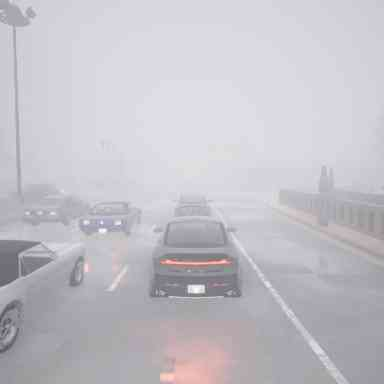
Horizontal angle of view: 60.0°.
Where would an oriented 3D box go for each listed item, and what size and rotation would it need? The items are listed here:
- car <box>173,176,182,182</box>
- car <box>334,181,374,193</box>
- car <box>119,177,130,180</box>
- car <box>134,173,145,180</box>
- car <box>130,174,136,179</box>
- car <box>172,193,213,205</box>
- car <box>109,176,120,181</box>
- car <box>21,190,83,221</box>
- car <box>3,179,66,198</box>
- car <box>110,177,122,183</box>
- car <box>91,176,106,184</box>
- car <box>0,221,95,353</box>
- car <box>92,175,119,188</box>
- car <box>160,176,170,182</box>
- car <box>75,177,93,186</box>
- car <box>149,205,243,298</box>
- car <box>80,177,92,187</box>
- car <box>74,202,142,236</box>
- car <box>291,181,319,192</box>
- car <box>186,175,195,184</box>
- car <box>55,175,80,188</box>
[{"bbox_3d":[-3.906,-3.436,88.413,1.812,1.442,4.674,0,3,0],"label":"car"},{"bbox_3d":[18.462,-0.476,38.793,5.008,1.535,1.882,0,3,2],"label":"car"},{"bbox_3d":[-14.318,-2.254,66.103,2.097,1.767,4.553,0,4,0],"label":"car"},{"bbox_3d":[-14.422,-4.312,91.626,2.150,2.045,5.566,0,3,0],"label":"car"},{"bbox_3d":[-14.351,-2.769,76.707,1.882,1.535,5.008,0,3,0],"label":"car"},{"bbox_3d":[0.034,0.837,17.531,1.837,1.490,4.892,0,3,-1],"label":"car"},{"bbox_3d":[-21.424,-3.888,92.028,1.895,1.301,4.718,0,3,0],"label":"car"},{"bbox_3d":[-6.969,0.867,17.693,2.033,1.411,5.357,0,3,0],"label":"car"},{"bbox_3d":[-13.167,0.083,27.515,2.097,1.767,4.553,2,4,24],"label":"car"},{"bbox_3d":[-17.860,-2.805,78.547,1.994,1.385,4.181,0,3,0],"label":"car"},{"bbox_3d":[-21.348,-2.851,76.038,2.097,1.767,4.553,0,3,0],"label":"car"},{"bbox_3d":[-3.422,1.506,5.934,1.895,1.301,4.718,0,2,0],"label":"car"},{"bbox_3d":[-14.327,-1.727,55.261,2.150,2.045,5.566,0,3,0],"label":"car"},{"bbox_3d":[-7.406,-3.434,88.396,1.812,1.442,4.674,0,3,0],"label":"car"},{"bbox_3d":[-21.301,-2.106,65.757,1.882,1.535,5.008,0,3,0],"label":"car"},{"bbox_3d":[0.070,1.337,8.152,1.837,1.490,4.892,0,2,0],"label":"car"},{"bbox_3d":[-17.823,-1.638,59.182,2.033,1.411,5.357,0,3,0],"label":"car"},{"bbox_3d":[-3.458,1.077,15.061,1.895,1.301,4.718,0,3,0],"label":"car"},{"bbox_3d":[15.018,-0.646,42.402,4.674,1.442,1.812,0,3,2],"label":"car"},{"bbox_3d":[-0.310,-2.448,72.067,2.128,1.511,4.902,0,3,0],"label":"car"},{"bbox_3d":[-21.325,-1.754,55.703,2.150,2.045,5.566,0,3,0],"label":"car"}]
